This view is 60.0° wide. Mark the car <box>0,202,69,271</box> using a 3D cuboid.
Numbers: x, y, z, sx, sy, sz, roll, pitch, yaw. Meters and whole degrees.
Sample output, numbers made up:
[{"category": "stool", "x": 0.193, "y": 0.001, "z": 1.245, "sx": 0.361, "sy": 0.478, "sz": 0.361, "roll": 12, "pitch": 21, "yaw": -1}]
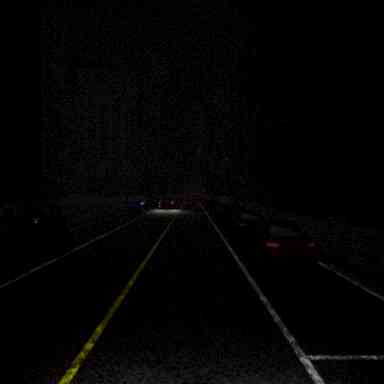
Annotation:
[{"category": "car", "x": -5.768, "y": 1.297, "z": 10.986, "sx": 2.192, "sy": 1.841, "sz": 5.009, "roll": 0, "pitch": 0, "yaw": 0}]

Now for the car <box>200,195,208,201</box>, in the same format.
[{"category": "car", "x": 2.753, "y": 1.381, "z": 78.848, "sx": 1.752, "sy": 1.417, "sz": 4.829, "roll": 0, "pitch": 0, "yaw": 0}]

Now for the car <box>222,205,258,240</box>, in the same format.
[{"category": "car", "x": 2.758, "y": 1.555, "z": 16.631, "sx": 1.802, "sy": 1.307, "sz": 4.206, "roll": 0, "pitch": 0, "yaw": 0}]

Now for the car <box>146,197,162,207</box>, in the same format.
[{"category": "car", "x": -5.770, "y": 1.481, "z": 50.472, "sx": 1.947, "sy": 1.339, "sz": 4.313, "roll": 0, "pitch": 0, "yaw": 0}]

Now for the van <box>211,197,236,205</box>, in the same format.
[{"category": "van", "x": 2.756, "y": 1.295, "z": 27.912, "sx": 1.690, "sy": 1.788, "sz": 3.998, "roll": 0, "pitch": 0, "yaw": 0}]

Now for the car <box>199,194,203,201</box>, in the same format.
[{"category": "car", "x": 2.754, "y": 1.445, "z": 61.756, "sx": 2.008, "sy": 1.369, "sz": 4.403, "roll": 0, "pitch": 0, "yaw": 0}]

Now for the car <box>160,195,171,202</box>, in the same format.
[{"category": "car", "x": -5.772, "y": 1.435, "z": 73.036, "sx": 1.947, "sy": 1.339, "sz": 4.313, "roll": 0, "pitch": 0, "yaw": 0}]

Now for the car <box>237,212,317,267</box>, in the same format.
[{"category": "car", "x": 2.758, "y": 1.564, "z": 10.991, "sx": 1.802, "sy": 1.307, "sz": 4.206, "roll": 0, "pitch": 0, "yaw": 0}]

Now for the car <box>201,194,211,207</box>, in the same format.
[{"category": "car", "x": 2.755, "y": 1.460, "z": 50.475, "sx": 1.887, "sy": 1.381, "sz": 4.507, "roll": 0, "pitch": 0, "yaw": 0}]

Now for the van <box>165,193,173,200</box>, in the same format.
[{"category": "van", "x": -5.773, "y": 1.183, "z": 84.317, "sx": 1.690, "sy": 1.788, "sz": 3.998, "roll": 0, "pitch": 0, "yaw": 0}]

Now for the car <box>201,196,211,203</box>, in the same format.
[{"category": "car", "x": 2.754, "y": 1.448, "z": 67.397, "sx": 1.947, "sy": 1.339, "sz": 4.313, "roll": 0, "pitch": 0, "yaw": 0}]

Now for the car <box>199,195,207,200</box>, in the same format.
[{"category": "car", "x": 2.753, "y": 1.393, "z": 84.319, "sx": 2.008, "sy": 1.369, "sz": 4.403, "roll": 0, "pitch": 0, "yaw": 0}]

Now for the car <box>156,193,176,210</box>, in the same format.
[{"category": "car", "x": -3.095, "y": 1.281, "z": 42.118, "sx": 2.097, "sy": 1.767, "sz": 4.553, "roll": 0, "pitch": 0, "yaw": 0}]

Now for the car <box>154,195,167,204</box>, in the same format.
[{"category": "car", "x": -5.771, "y": 1.334, "z": 61.753, "sx": 1.967, "sy": 1.590, "sz": 4.097, "roll": 0, "pitch": 0, "yaw": 0}]

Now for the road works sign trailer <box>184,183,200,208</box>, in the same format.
[{"category": "road works sign trailer", "x": -0.005, "y": 0.386, "z": 47.208, "sx": 2.380, "sy": 3.560, "sz": 2.880, "roll": 0, "pitch": 0, "yaw": 0}]

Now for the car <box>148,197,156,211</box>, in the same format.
[{"category": "car", "x": -5.769, "y": 1.480, "z": 39.190, "sx": 1.887, "sy": 1.381, "sz": 4.507, "roll": 0, "pitch": 0, "yaw": 0}]

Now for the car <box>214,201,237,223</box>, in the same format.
[{"category": "car", "x": 2.757, "y": 1.530, "z": 22.272, "sx": 1.947, "sy": 1.339, "sz": 4.313, "roll": 0, "pitch": 0, "yaw": 0}]

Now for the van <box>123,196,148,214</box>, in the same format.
[{"category": "van", "x": -5.770, "y": 1.286, "z": 33.549, "sx": 1.690, "sy": 1.788, "sz": 3.998, "roll": 0, "pitch": 0, "yaw": 0}]

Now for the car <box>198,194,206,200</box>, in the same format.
[{"category": "car", "x": 2.752, "y": 1.267, "z": 89.960, "sx": 1.967, "sy": 1.590, "sz": 4.097, "roll": 0, "pitch": 0, "yaw": 0}]
